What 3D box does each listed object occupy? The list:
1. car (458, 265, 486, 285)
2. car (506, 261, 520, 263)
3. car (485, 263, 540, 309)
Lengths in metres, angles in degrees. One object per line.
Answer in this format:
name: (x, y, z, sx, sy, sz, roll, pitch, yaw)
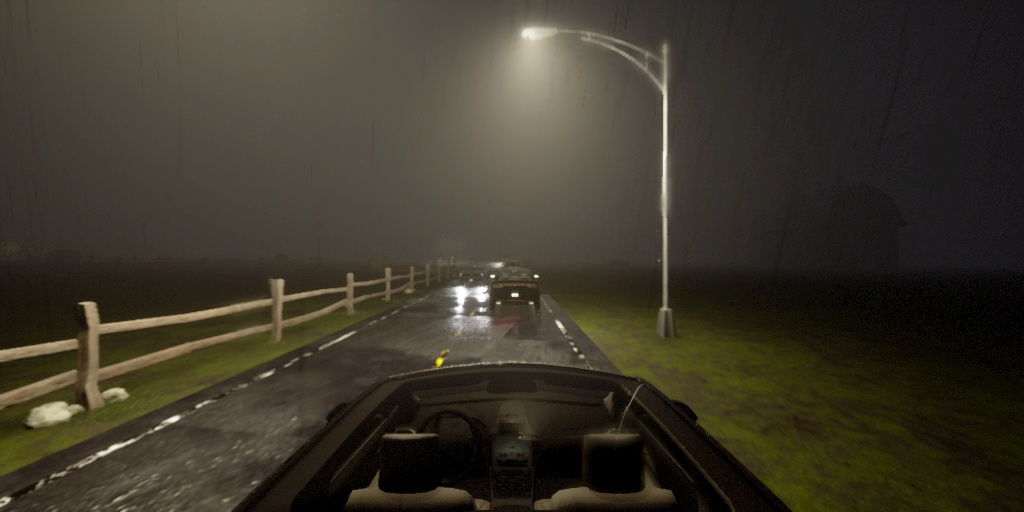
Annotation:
car: (-2.740, 1.318, 26.278, 1.895, 1.301, 4.718, 0, 0, 0)
car: (0.114, 1.209, 35.535, 1.837, 1.490, 4.892, 0, 0, 0)
car: (0.105, 1.211, 14.988, 1.882, 1.535, 5.008, 0, 0, 0)
